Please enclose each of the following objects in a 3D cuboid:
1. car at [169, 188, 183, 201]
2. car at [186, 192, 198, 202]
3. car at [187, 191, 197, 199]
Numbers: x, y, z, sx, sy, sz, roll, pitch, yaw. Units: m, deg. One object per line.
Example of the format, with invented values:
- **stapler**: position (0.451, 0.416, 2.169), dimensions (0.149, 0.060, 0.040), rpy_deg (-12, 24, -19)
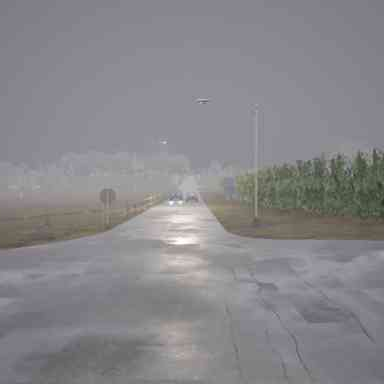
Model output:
- **car**: position (-2.743, 0.409, 58.997), dimensions (2.150, 2.045, 5.566), rpy_deg (0, 2, 0)
- **car**: position (0.007, 0.830, 54.865), dimensions (1.812, 1.442, 4.674), rpy_deg (0, 2, 0)
- **car**: position (0.009, 0.589, 64.893), dimensions (1.895, 1.301, 4.718), rpy_deg (0, 2, 0)
